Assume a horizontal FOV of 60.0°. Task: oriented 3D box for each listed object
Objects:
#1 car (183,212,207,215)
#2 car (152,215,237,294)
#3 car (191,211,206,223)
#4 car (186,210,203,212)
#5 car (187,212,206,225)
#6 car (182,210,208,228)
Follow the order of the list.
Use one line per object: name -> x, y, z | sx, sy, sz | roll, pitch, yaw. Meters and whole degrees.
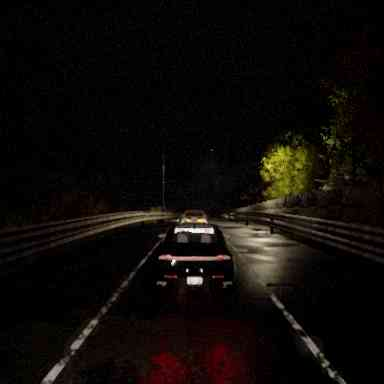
car -> 0.117, 1.915, 17.355 | 1.895, 1.301, 4.718 | 0, -2, 0
car -> 0.067, 1.588, 9.035 | 2.128, 1.511, 4.902 | 0, -1, 0
car -> 0.920, 3.399, 45.238 | 1.882, 1.535, 5.008 | 0, -4, 3
car -> 0.174, 2.023, 23.204 | 1.882, 1.535, 5.008 | 0, -3, 1
car -> 0.549, 2.865, 35.915 | 1.895, 1.301, 4.718 | 0, -4, 2
car -> 0.286, 2.369, 29.726 | 2.128, 1.511, 4.902 | 0, -3, 1
